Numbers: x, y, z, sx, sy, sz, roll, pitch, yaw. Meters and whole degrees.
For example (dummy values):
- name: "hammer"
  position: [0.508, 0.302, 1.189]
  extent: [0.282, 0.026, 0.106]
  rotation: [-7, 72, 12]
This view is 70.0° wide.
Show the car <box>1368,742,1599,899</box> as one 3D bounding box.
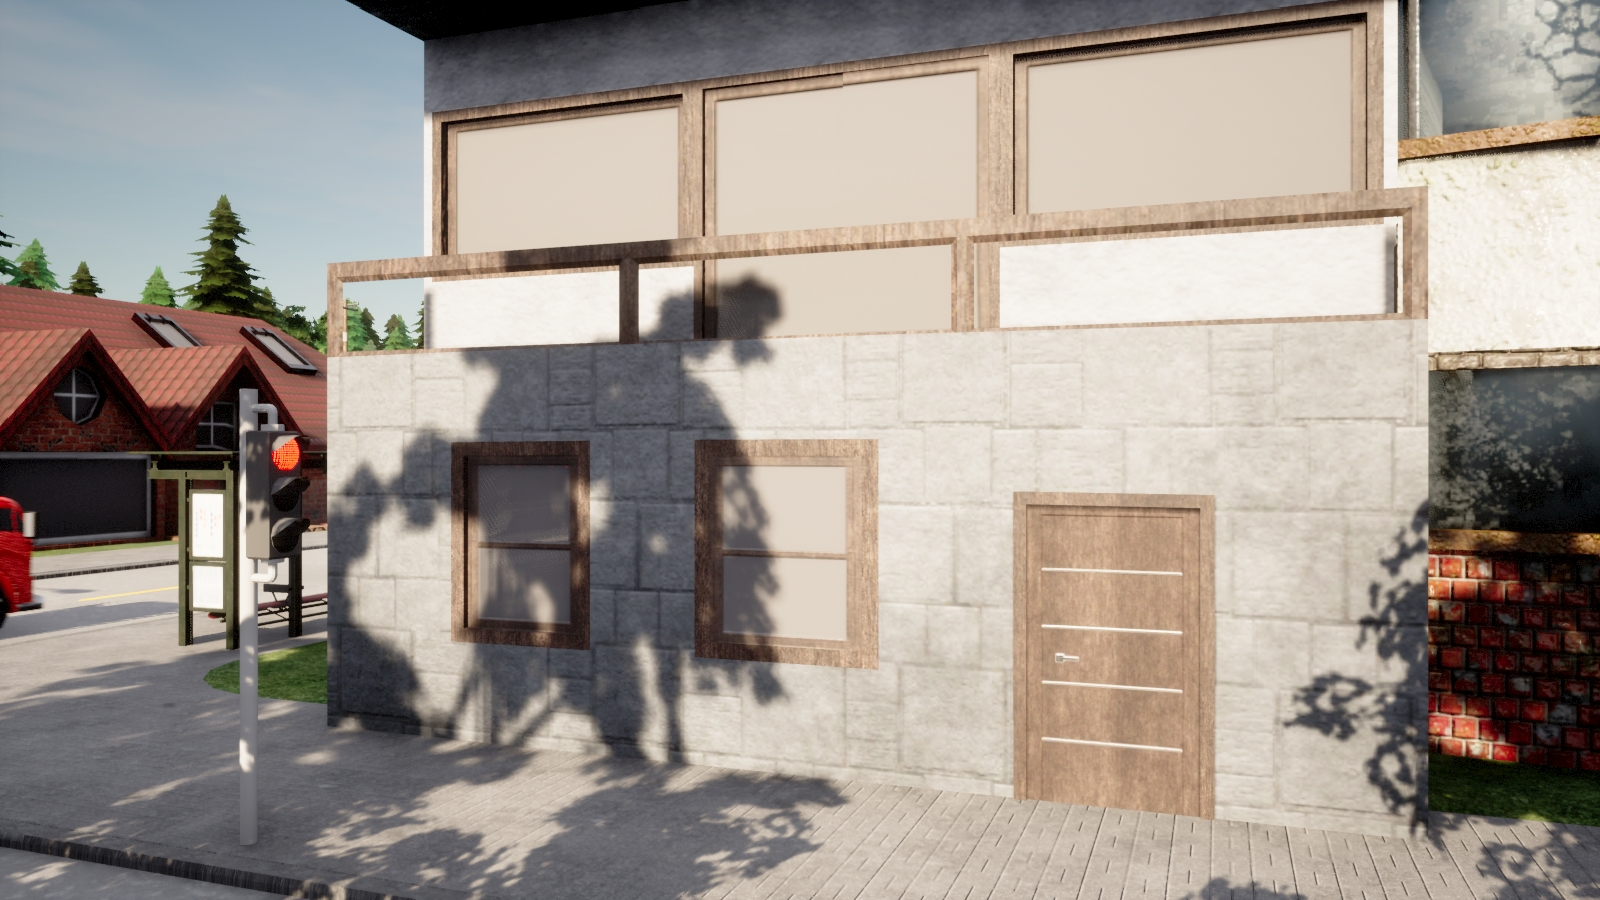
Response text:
- name: "car"
  position: [3.429, 1.806, 2.544]
  extent: [3.705, 1.549, 1.789]
  rotation: [0, 0, 20]

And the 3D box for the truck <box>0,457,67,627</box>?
- name: "truck"
  position: [-13.406, 1.349, 15.590]
  extent: [2.627, 2.467, 5.204]
  rotation: [0, 0, 20]
